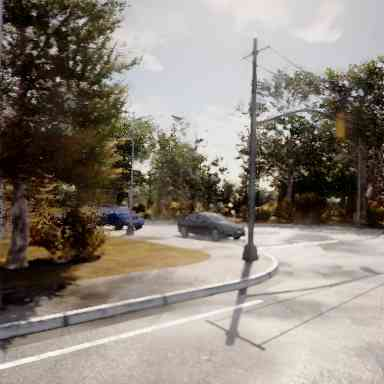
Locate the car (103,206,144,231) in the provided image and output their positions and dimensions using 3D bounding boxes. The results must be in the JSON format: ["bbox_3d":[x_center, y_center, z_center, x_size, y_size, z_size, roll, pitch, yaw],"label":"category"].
[{"bbox_3d":[-6.368,2.264,29.093,2.150,2.045,5.566,2,-5,-41],"label":"car"}]

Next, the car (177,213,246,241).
[{"bbox_3d":[1.051,2.011,19.849,1.837,1.490,4.892,2,-3,-39],"label":"car"}]
